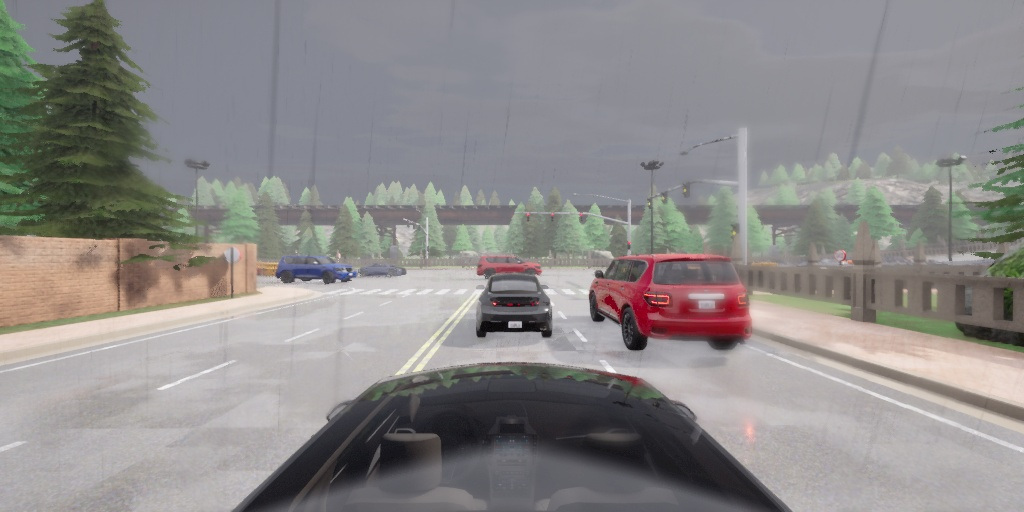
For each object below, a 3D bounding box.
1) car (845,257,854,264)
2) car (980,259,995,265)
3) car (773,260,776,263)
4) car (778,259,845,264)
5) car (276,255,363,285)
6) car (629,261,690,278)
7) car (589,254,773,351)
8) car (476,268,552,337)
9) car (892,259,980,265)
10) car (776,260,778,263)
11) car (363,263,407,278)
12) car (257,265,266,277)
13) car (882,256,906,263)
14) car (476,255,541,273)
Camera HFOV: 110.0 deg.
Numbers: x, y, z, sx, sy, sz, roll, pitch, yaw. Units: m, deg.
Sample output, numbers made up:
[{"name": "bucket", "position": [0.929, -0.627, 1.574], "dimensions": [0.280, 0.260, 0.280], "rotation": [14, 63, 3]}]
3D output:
[{"name": "car", "position": [39.230, 1.183, 44.584], "dimensions": [4.674, 1.442, 1.812], "rotation": [-1, 0, 0]}, {"name": "car", "position": [46.261, 0.947, 33.946], "dimensions": [4.181, 1.385, 1.994], "rotation": [-3, 0, 0]}, {"name": "car", "position": [29.247, 1.242, 44.535], "dimensions": [4.902, 1.511, 2.128], "rotation": [0, 0, 0]}, {"name": "car", "position": [34.189, 1.287, 41.059], "dimensions": [5.357, 1.411, 2.033], "rotation": [0, 0, 0]}, {"name": "car", "position": [-14.247, 0.973, 26.133], "dimensions": [5.566, 2.045, 2.150], "rotation": [0, 0, 10]}, {"name": "car", "position": [13.805, 1.242, 33.801], "dimensions": [4.902, 1.511, 2.128], "rotation": [0, 0, 0]}, {"name": "car", "position": [3.519, 0.971, 9.158], "dimensions": [2.150, 2.045, 5.566], "rotation": [0, 0, 0]}, {"name": "car", "position": [0.023, 1.255, 10.260], "dimensions": [1.837, 1.490, 4.892], "rotation": [0, 0, -1]}, {"name": "car", "position": [35.823, 1.237, 30.373], "dimensions": [4.892, 1.490, 1.837], "rotation": [0, 0, 0]}, {"name": "car", "position": [34.766, 1.240, 48.059], "dimensions": [4.892, 1.490, 1.837], "rotation": [0, 0, 0]}, {"name": "car", "position": [-12.140, 1.314, 33.763], "dimensions": [4.181, 1.385, 1.994], "rotation": [0, 0, 0]}, {"name": "car", "position": [-23.954, 1.351, 30.244], "dimensions": [4.718, 1.301, 1.895], "rotation": [0, 0, 0]}, {"name": "car", "position": [42.821, 0.891, 41.097], "dimensions": [4.553, 1.767, 2.097], "rotation": [-2, 0, 0]}, {"name": "car", "position": [-0.250, 0.972, 30.279], "dimensions": [5.566, 2.045, 2.150], "rotation": [0, 0, 0]}]
